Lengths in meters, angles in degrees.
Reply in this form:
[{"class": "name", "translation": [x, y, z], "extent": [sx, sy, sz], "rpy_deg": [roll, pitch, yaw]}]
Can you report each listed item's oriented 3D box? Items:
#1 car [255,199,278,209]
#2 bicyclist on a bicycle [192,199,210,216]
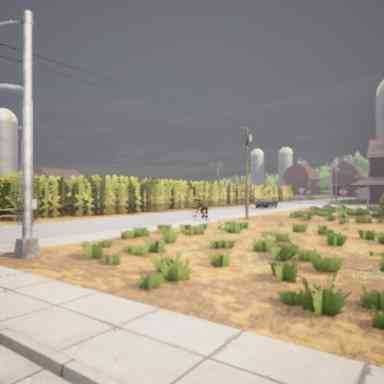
[{"class": "car", "translation": [10.647, 1.632, 47.144], "extent": [1.895, 1.301, 4.718], "rpy_deg": [0, 0, 33]}, {"class": "bicyclist on a bicycle", "translation": [0.653, 1.333, 24.363], "extent": [1.656, 1.620, 0.582], "rpy_deg": [0, 0, 33]}]
